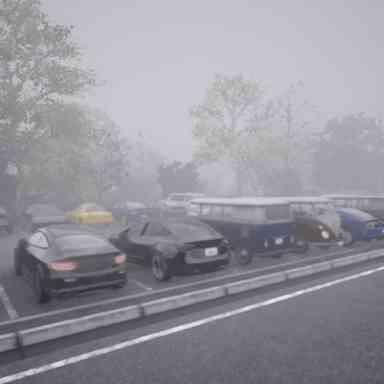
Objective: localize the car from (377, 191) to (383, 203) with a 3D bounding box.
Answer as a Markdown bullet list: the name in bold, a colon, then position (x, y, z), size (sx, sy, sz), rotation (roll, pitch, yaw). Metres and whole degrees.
- **car**: position (29.346, 0.734, 47.658), size (2.185, 1.767, 4.553), rotation (-1, 1, -36)

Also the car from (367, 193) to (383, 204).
- **car**: position (27.109, 0.936, 46.018), size (2.002, 1.452, 4.674), rotation (-1, 1, -36)

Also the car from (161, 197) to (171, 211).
- **car**: position (-2.244, 1.380, 25.039), size (2.231, 1.521, 4.892), rotation (-1, 1, -36)

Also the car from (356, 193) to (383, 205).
- **car**: position (24.852, 0.933, 44.402), size (2.097, 1.535, 5.008), rotation (-1, 1, -36)

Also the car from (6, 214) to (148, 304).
- **car**: position (-3.152, 1.536, 8.318), size (2.002, 1.452, 4.674), rotation (-1, 0, -36)

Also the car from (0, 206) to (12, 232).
- **car**: position (-11.302, 1.532, 18.608), size (2.163, 1.488, 4.792), rotation (-1, 0, -36)

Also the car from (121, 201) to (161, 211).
- **car**: position (-4.504, 1.414, 23.424), size (2.097, 1.535, 5.008), rotation (-1, 0, -36)

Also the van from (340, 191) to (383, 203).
- **van**: position (8.185, 1.105, 16.566), size (1.878, 1.987, 4.442), rotation (-1, 1, -36)

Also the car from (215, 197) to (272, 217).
- **car**: position (4.524, 1.267, 29.888), size (2.097, 1.535, 5.008), rotation (-1, 1, -36)

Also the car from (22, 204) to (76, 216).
- **car**: position (-9.004, 1.508, 20.179), size (2.163, 1.488, 4.792), rotation (-1, 0, -36)

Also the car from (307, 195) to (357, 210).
- **car**: position (15.834, 1.111, 37.929), size (2.163, 1.488, 4.792), rotation (-1, 1, -36)

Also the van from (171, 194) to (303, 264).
- **van**: position (1.341, 1.211, 11.675), size (1.878, 1.987, 4.442), rotation (-1, 0, -36)

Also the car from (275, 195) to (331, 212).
- **car**: position (11.408, 1.153, 34.573), size (1.946, 1.575, 5.366), rotation (-1, 1, -36)

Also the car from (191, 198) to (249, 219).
- **car**: position (2.265, 1.305, 28.274), size (2.097, 1.535, 5.008), rotation (-1, 1, -36)

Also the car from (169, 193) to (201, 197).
- **car**: position (0.024, 1.091, 26.631), size (2.435, 2.045, 5.566), rotation (-1, 1, -36)

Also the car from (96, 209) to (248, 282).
- **car**: position (-0.886, 1.499, 9.976), size (2.163, 1.488, 4.792), rotation (-1, 0, -36)

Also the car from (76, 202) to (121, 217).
- **car**: position (-6.874, 1.444, 21.964), size (1.946, 1.575, 5.366), rotation (-1, 0, -36)

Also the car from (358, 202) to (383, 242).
- **car**: position (5.977, 1.368, 14.838), size (2.097, 1.535, 5.008), rotation (-1, 1, -36)

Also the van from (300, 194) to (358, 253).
- **van**: position (3.756, 1.179, 13.114), size (1.878, 1.987, 4.442), rotation (-1, 1, -36)
